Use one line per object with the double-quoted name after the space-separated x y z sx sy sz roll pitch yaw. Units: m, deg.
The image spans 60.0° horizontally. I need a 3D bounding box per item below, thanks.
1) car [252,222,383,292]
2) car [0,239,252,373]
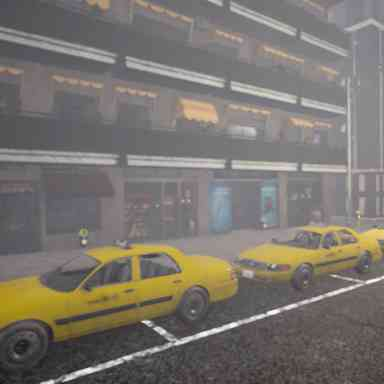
3.218 1.505 8.867 4.829 1.417 1.752 0 -1 -35 "car"
-1.393 1.520 5.579 4.829 1.417 1.752 0 -1 -35 "car"
